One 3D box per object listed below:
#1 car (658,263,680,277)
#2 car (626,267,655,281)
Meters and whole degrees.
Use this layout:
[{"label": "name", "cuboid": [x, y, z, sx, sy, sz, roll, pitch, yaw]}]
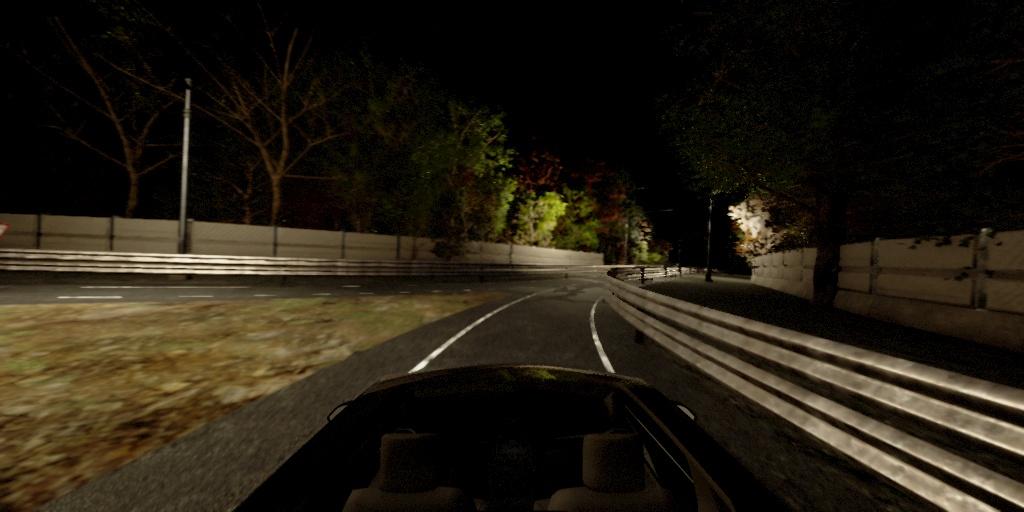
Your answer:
[{"label": "car", "cuboid": [21.321, 2.097, 49.051, 2.033, 1.411, 5.357, 3, 0, 33]}, {"label": "car", "cuboid": [13.129, 1.793, 36.588, 1.994, 1.385, 4.181, 3, 0, 34]}]
